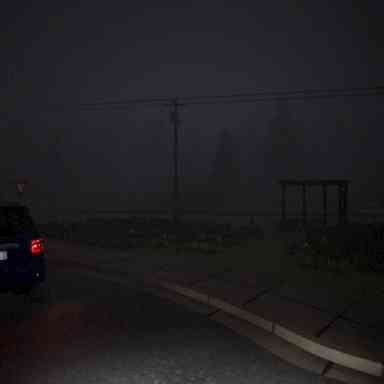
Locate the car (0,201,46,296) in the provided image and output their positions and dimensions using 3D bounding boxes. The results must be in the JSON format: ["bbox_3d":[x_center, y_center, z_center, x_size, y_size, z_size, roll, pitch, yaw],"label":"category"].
[{"bbox_3d":[-5.502,1.219,7.465,5.566,2.045,2.150,0,0,38],"label":"car"}]
